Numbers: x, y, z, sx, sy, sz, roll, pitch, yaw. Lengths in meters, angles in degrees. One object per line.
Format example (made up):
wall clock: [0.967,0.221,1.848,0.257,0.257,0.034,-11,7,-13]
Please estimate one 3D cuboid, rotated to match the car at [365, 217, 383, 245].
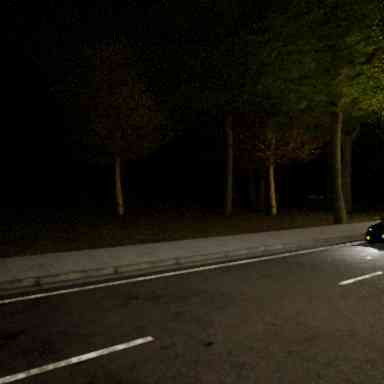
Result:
car: [9.297,1.580,14.293,4.181,1.385,1.994,0,0,-35]
